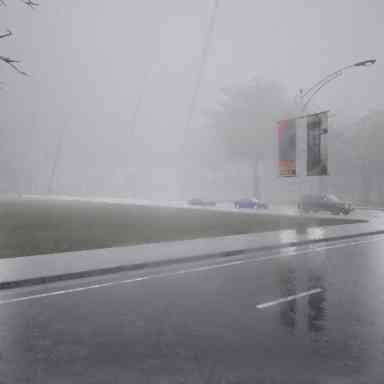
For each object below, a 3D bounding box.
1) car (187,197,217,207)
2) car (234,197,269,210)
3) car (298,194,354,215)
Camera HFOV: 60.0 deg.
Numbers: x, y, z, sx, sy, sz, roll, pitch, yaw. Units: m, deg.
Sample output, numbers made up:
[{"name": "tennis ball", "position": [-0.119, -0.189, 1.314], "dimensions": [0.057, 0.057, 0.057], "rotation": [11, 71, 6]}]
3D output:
[{"name": "car", "position": [1.424, 1.482, 50.569], "dimensions": [2.033, 1.411, 5.357], "rotation": [0, 0, -36]}, {"name": "car", "position": [7.507, 1.444, 42.223], "dimensions": [1.882, 1.535, 5.008], "rotation": [0, 0, -36]}, {"name": "car", "position": [13.518, 1.224, 33.989], "dimensions": [2.150, 2.045, 5.566], "rotation": [0, 0, -36]}]
